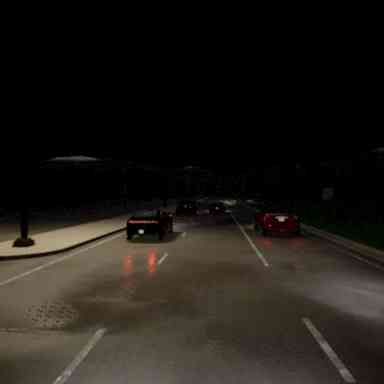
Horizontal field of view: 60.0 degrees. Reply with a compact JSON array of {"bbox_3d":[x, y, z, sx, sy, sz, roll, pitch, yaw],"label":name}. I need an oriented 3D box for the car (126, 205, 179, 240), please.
[{"bbox_3d":[-2.177,1.641,17.960,2.128,1.511,4.902,0,0,4],"label":"car"}]

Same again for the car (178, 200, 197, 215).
[{"bbox_3d":[-0.560,1.687,38.758,2.097,1.767,4.553,0,-1,5],"label":"car"}]

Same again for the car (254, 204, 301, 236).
[{"bbox_3d":[5.002,1.544,20.042,2.097,1.767,4.553,0,0,4],"label":"car"}]

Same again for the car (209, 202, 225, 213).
[{"bbox_3d":[3.188,1.942,42.135,1.994,1.385,4.181,0,0,5],"label":"car"}]
